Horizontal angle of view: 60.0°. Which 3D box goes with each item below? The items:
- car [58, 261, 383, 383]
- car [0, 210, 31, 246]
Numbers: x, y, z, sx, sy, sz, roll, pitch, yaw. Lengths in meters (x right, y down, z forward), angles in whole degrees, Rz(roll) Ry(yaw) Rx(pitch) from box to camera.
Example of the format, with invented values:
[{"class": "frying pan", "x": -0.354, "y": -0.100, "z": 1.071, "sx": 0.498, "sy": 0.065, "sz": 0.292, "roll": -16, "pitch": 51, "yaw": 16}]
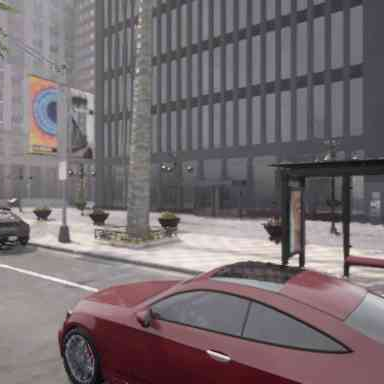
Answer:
[{"class": "car", "x": 0.502, "y": 1.523, "z": 3.607, "sx": 4.674, "sy": 1.442, "sz": 1.812, "roll": 0, "pitch": 0, "yaw": 36}, {"class": "car", "x": -8.612, "y": 1.463, "z": 13.793, "sx": 4.892, "sy": 1.521, "sz": 2.231, "roll": 0, "pitch": 0, "yaw": 35}]
